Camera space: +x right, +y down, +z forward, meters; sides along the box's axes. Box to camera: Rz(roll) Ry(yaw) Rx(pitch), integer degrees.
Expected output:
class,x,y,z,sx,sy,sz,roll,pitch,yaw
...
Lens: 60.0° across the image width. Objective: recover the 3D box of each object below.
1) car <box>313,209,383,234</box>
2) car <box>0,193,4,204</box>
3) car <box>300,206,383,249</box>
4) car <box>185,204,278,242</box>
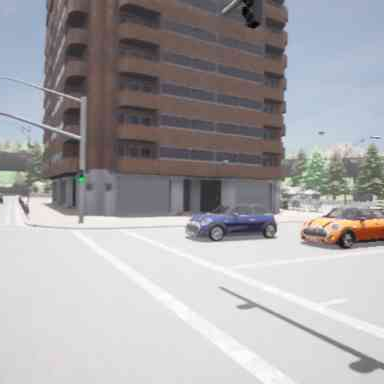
class,x,y,z,sx,sy,sz,roll,pitch,yaw
car,9.924,1.763,20.624,4.718,1.301,1.895,1,0,-28
car,-27.282,0.855,46.356,2.128,1.511,4.902,1,0,-28
car,7.156,1.468,15.205,4.553,1.767,2.097,1,0,-28
car,1.958,1.361,16.468,4.553,1.767,2.097,1,0,-26
